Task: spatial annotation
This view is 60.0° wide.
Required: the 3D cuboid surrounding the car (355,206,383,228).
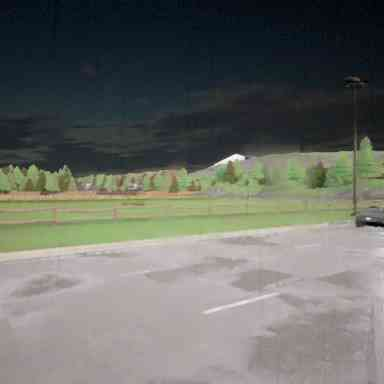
[{"bbox_3d":[12.176,1.564,21.044,4.181,1.385,1.994,0,0,-36],"label":"car"}]
